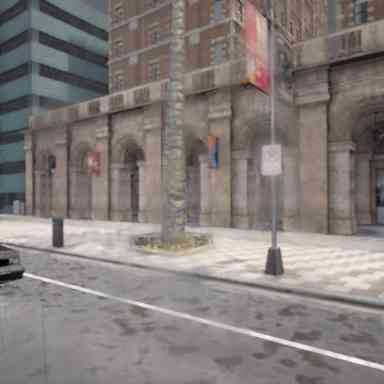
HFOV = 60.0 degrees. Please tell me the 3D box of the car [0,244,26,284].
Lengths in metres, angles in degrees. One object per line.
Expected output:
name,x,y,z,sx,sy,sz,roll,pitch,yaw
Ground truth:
car,-6.450,1.658,8.648,5.357,1.411,2.033,-1,0,36
